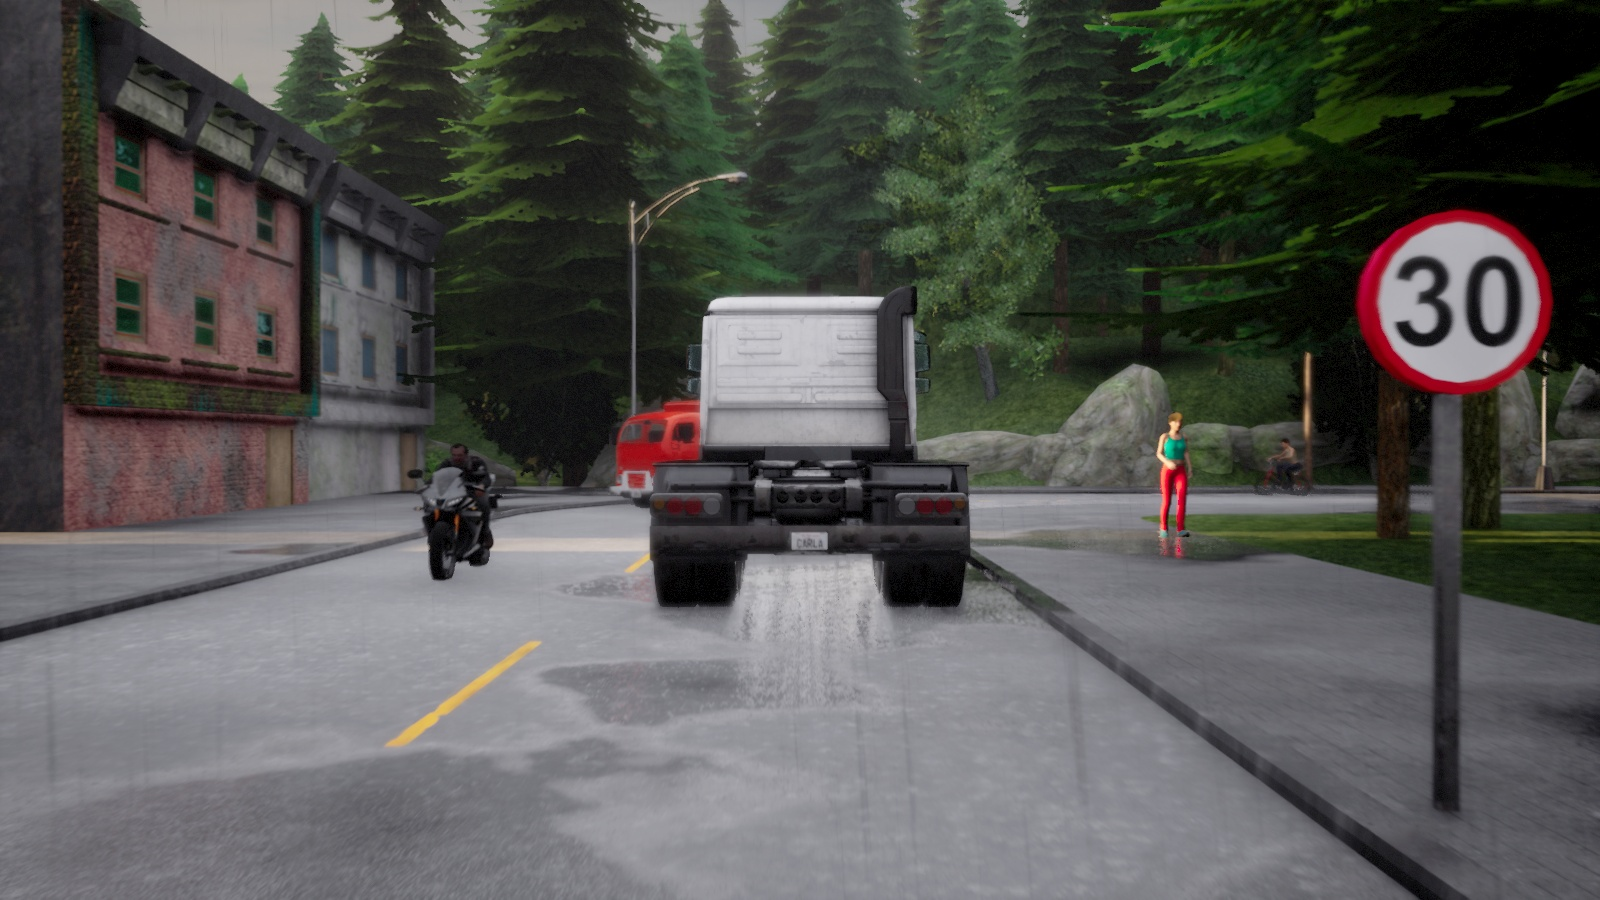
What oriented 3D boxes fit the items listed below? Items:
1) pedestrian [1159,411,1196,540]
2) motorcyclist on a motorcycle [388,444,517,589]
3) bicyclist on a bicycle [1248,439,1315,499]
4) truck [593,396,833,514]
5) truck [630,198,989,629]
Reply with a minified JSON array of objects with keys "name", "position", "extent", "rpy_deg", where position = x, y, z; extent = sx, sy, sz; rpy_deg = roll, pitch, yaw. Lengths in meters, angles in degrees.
[{"name":"pedestrian","position":[5.436,0.358,18.101],"extent":[0.345,1.836,0.594],"rpy_deg":[0,0,0]},{"name":"motorcyclist on a motorcycle","position":[-3.915,0.697,14.362],"extent":[0.866,1.530,2.191],"rpy_deg":[0,0,0]},{"name":"bicyclist on a bicycle","position":[13.140,0.500,34.310],"extent":[1.509,1.612,0.866],"rpy_deg":[0,0,0]},{"name":"truck","position":[-1.905,0.096,28.982],"extent":[2.627,2.467,5.204],"rpy_deg":[0,0,40]},{"name":"truck","position":[0.096,-0.315,14.072],"extent":[2.891,3.462,7.936],"rpy_deg":[0,0,0]}]
